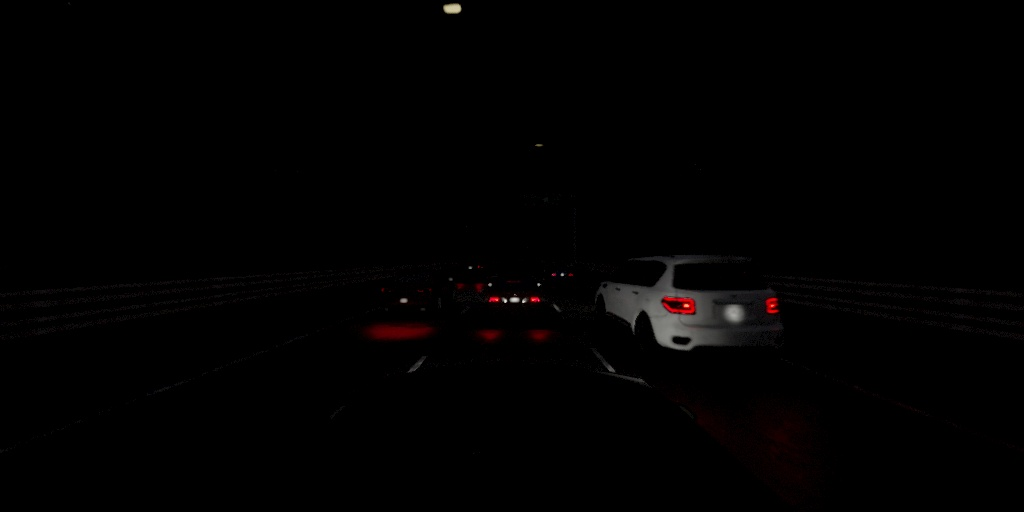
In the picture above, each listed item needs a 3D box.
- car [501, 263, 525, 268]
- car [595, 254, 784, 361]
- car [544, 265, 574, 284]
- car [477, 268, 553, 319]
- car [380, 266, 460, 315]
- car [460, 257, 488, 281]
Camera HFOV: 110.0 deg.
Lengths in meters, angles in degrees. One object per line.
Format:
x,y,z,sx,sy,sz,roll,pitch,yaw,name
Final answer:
0.098,1.368,32.997,1.837,1.490,4.892,0,0,0,car
3.570,0.992,8.462,2.150,2.045,5.566,0,0,0,car
3.589,1.390,27.975,2.033,1.411,5.357,0,0,0,car
0.087,1.334,12.970,2.033,1.411,5.357,0,0,0,car
-3.415,1.267,13.826,1.882,1.535,5.008,0,0,0,car
-3.400,1.081,32.101,2.150,2.045,5.566,0,0,0,car
